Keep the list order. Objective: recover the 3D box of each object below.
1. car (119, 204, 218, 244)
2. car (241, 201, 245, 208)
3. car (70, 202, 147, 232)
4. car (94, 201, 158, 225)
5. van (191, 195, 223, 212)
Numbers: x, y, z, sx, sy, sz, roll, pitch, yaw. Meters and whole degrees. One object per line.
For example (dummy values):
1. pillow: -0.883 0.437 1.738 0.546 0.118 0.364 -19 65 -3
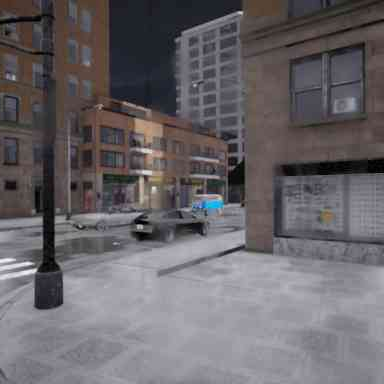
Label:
1. car: -0.884 1.426 15.013 1.947 1.339 4.313 0 0 35
2. car: 7.762 1.285 42.012 1.887 1.381 4.507 0 0 35
3. car: -4.711 1.503 19.601 1.895 1.301 4.718 -1 0 35
4. car: -4.727 1.450 24.344 2.008 1.369 4.403 0 0 35
5. van: 1.517 1.160 33.177 1.690 1.788 3.998 0 0 35
